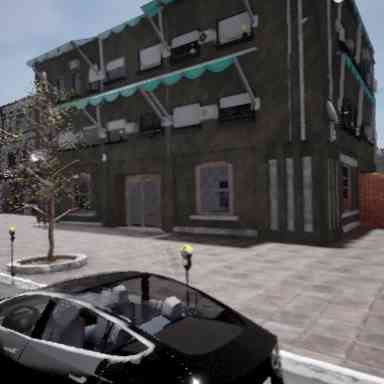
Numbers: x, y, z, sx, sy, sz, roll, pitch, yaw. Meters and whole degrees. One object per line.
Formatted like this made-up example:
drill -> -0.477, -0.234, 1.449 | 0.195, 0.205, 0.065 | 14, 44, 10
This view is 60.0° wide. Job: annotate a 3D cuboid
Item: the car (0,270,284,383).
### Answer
car -> -1.163, 1.586, 3.718 | 4.313, 1.339, 1.947 | 0, -1, 36
